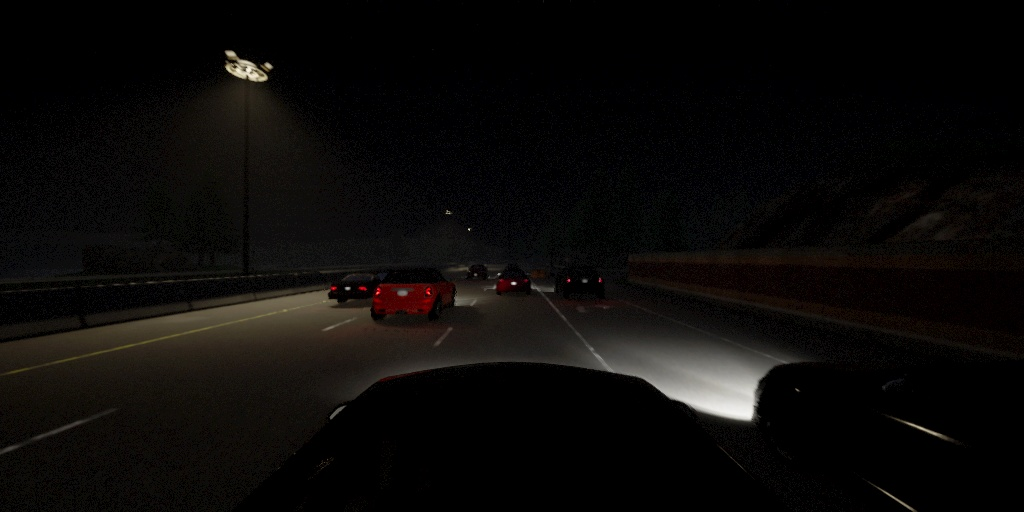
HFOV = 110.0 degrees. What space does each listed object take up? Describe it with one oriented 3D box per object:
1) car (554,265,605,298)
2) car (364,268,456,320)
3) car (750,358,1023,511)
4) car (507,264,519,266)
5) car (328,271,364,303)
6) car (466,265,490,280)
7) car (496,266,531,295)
[{"bbox_3d":[3.597,1.266,19.817,2.097,1.767,4.553,0,0,0],"label":"car"},{"bbox_3d":[-3.403,1.206,13.274,2.097,1.767,4.553,0,-1,0],"label":"car"},{"bbox_3d":[3.600,1.318,2.200,1.994,1.385,4.181,0,-1,0],"label":"car"},{"bbox_3d":[0.093,1.635,41.610,1.812,1.442,4.674,0,0,0],"label":"car"},{"bbox_3d":[-6.903,1.441,17.566,2.033,1.411,5.357,0,0,0],"label":"car"},{"bbox_3d":[-3.405,1.584,35.886,1.812,1.442,4.674,0,0,0],"label":"car"},{"bbox_3d":[0.097,1.493,21.579,1.994,1.385,4.181,0,0,0],"label":"car"}]
